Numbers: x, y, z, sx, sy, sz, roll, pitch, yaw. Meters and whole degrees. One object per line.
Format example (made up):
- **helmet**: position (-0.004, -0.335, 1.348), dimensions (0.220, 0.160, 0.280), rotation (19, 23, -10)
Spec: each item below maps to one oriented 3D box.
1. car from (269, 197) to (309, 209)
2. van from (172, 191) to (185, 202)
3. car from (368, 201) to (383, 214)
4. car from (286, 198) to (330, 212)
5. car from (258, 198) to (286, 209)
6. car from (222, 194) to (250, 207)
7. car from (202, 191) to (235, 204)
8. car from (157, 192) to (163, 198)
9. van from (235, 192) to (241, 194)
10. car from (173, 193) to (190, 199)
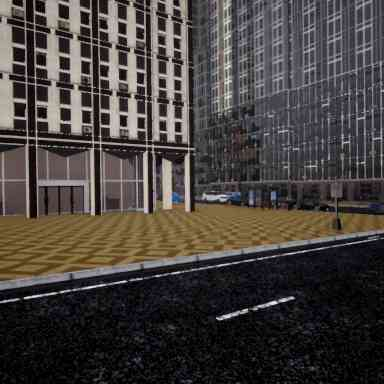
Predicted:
- **car**: position (12.300, 1.366, 42.476), dimensions (1.895, 1.301, 4.718), rotation (-1, 1, -34)
- **van**: position (-2.907, 0.936, 60.231), dimensions (1.690, 1.788, 3.998), rotation (0, 1, -34)
- **car**: position (19.533, 1.438, 31.301), dimensions (2.033, 1.411, 5.357), rotation (-1, 1, -29)
- **car**: position (12.973, 1.422, 36.667), dimensions (1.947, 1.339, 4.313), rotation (-1, 1, -34)
- **car**: position (9.789, 1.386, 41.378), dimensions (1.802, 1.307, 4.206), rotation (-1, 1, -34)
- **car**: position (6.640, 1.318, 46.109), dimensions (1.947, 1.339, 4.313), rotation (-1, 1, -34)
- **car**: position (3.964, 0.852, 54.746), dimensions (2.150, 2.045, 5.566), rotation (-1, 1, -34)
- **car**: position (-5.572, 0.613, 79.041), dimensions (2.192, 1.841, 5.009), rotation (0, 1, -34)
- **van**: position (7.218, 0.853, 60.245), dimensions (1.690, 1.788, 3.998), rotation (-1, 1, -34)
- **car**: position (-2.374, 0.934, 74.345), dimensions (1.802, 1.307, 4.206), rotation (0, 1, -34)
